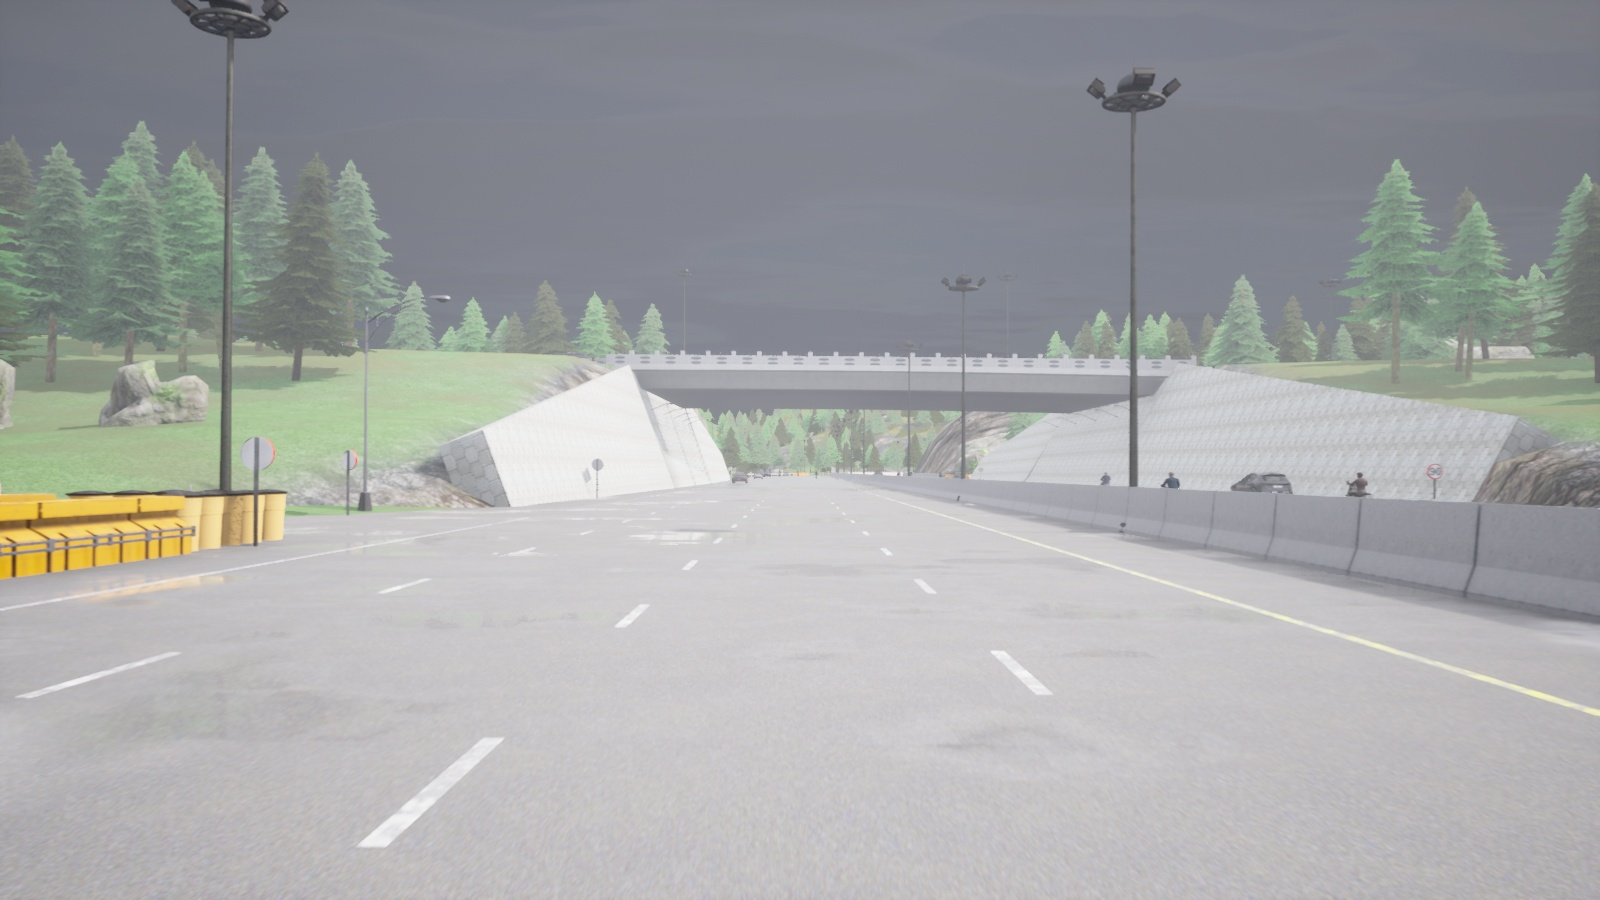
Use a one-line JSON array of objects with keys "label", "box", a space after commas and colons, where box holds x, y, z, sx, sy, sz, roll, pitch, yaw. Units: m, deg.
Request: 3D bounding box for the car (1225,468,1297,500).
[{"label": "car", "box": [24.338, 1.762, 66.528, 2.033, 1.649, 4.856, 0, -1, 0]}]
